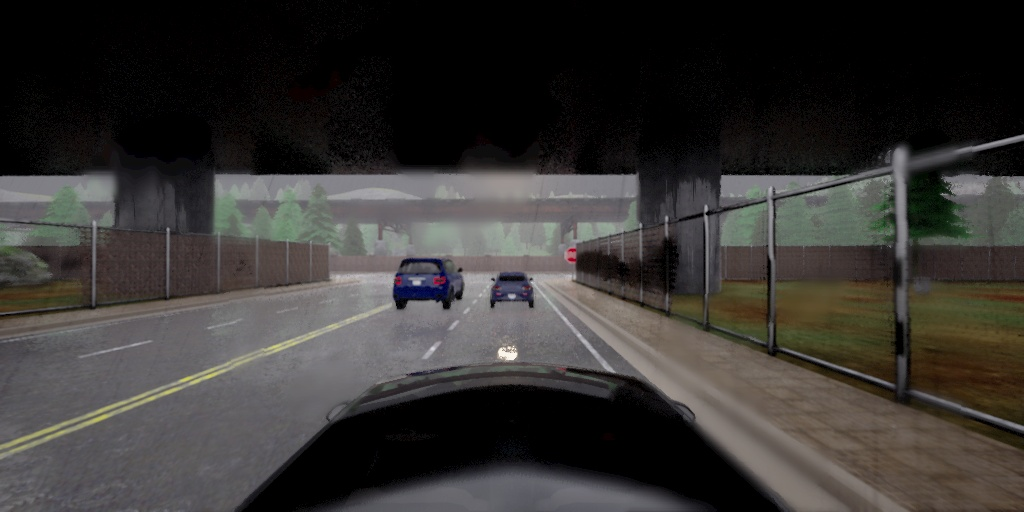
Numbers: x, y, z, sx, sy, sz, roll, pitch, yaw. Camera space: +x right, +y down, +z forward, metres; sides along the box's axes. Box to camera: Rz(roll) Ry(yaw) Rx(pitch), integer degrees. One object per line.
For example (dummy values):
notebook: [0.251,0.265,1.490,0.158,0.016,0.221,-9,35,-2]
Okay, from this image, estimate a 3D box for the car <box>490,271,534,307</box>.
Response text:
car: [0.005,1.414,16.225,1.812,1.442,4.674,0,0,0]

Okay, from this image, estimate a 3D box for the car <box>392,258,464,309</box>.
car: [-3.499,1.101,15.872,2.150,2.045,5.566,0,0,0]
